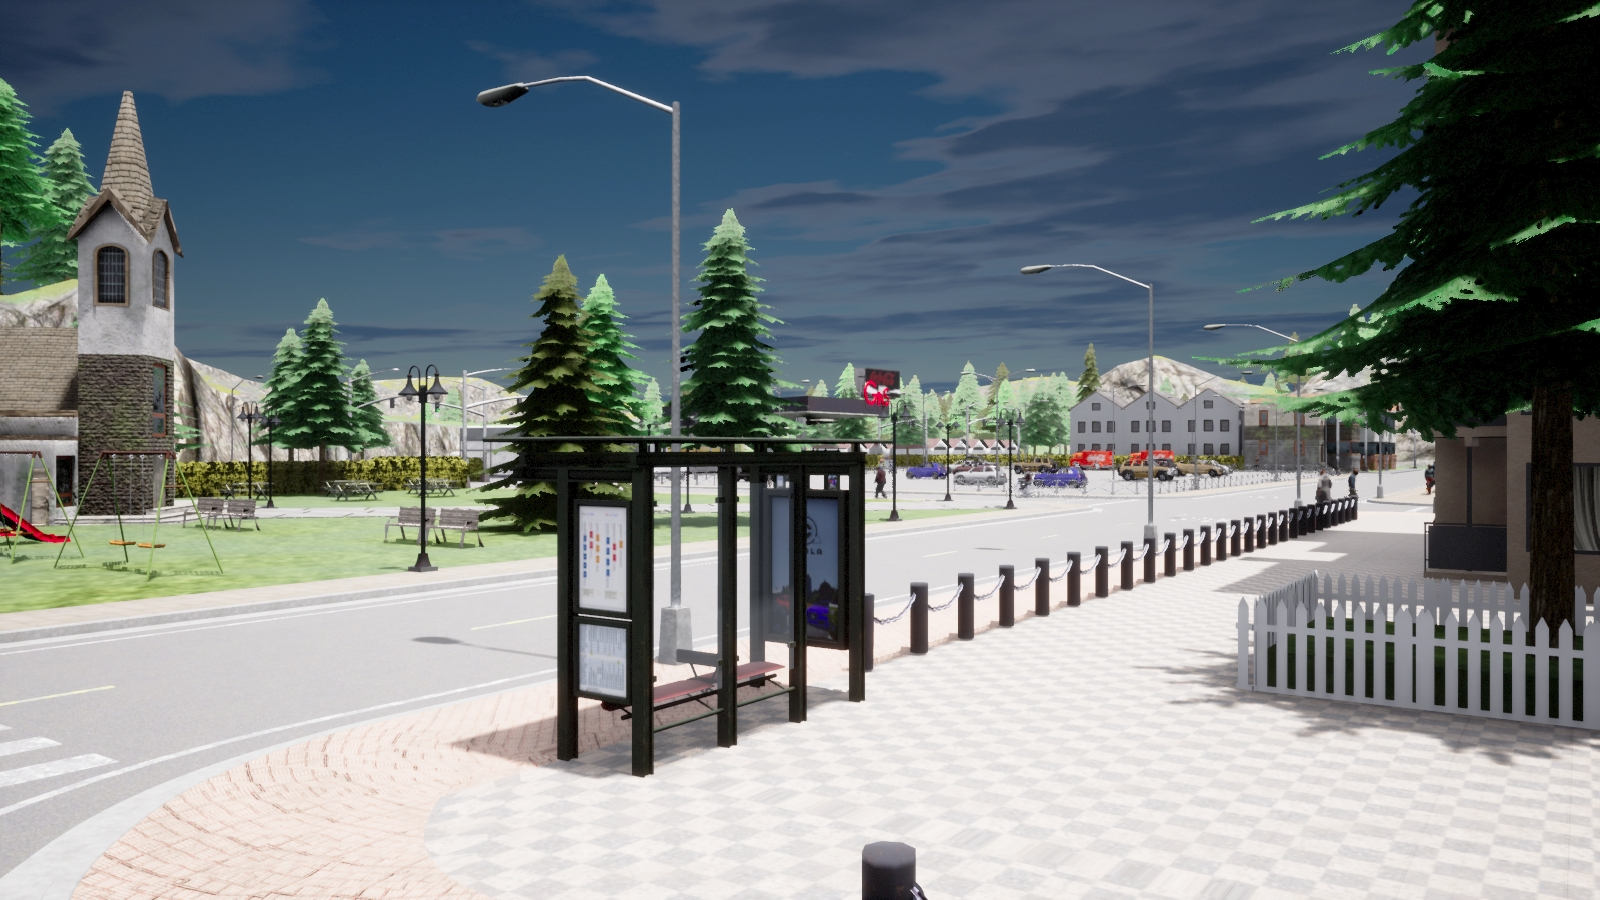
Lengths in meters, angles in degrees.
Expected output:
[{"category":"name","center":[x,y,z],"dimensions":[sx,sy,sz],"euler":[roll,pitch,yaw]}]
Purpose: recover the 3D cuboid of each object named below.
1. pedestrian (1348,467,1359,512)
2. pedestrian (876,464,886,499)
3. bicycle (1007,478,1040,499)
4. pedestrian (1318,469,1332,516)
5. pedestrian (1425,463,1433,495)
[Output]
[{"category":"pedestrian","center":[23.352,1.671,48.222],"dimensions":[0.375,1.860,0.375],"euler":[0,0,21]},{"category":"pedestrian","center":[4.343,1.672,61.283],"dimensions":[0.375,1.860,0.375],"euler":[0,0,35]},{"category":"bicycle","center":[12.833,2.188,65.706],"dimensions":[1.835,1.171,0.329],"euler":[0,0,27]},{"category":"pedestrian","center":[20.879,1.671,45.430],"dimensions":[0.375,1.860,0.375],"euler":[0,0,-6]},{"category":"pedestrian","center":[36.208,1.670,65.760],"dimensions":[0.375,1.860,0.375],"euler":[0,0,30]}]
